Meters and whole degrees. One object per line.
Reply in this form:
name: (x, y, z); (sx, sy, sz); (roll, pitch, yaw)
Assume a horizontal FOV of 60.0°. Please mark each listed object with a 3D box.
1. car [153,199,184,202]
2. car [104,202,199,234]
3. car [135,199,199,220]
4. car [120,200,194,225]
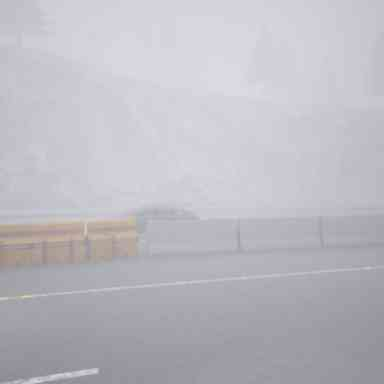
car: (-2.069, 1.395, 20.265); (5.008, 1.535, 1.882); (0, 0, -15)
car: (-2.097, 1.440, 16.634); (4.892, 1.490, 1.837); (0, 0, -15)
car: (-2.107, 1.375, 27.481); (4.902, 1.511, 2.128); (0, 0, -15)
car: (-2.530, 1.382, 23.758); (5.008, 1.535, 1.882); (0, 0, -15)
